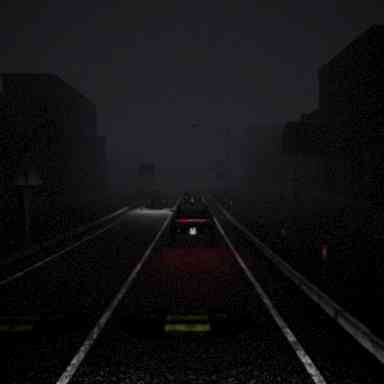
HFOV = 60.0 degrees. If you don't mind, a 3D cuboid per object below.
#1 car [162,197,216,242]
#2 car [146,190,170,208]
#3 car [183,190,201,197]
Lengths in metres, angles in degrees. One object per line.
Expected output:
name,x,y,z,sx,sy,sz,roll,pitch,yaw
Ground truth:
car,0.037,1.226,14.927,2.128,1.511,4.902,0,2,0
car,-3.069,0.575,31.034,1.882,1.535,5.008,0,3,0
car,0.014,0.461,36.202,1.895,1.301,4.718,0,3,0
